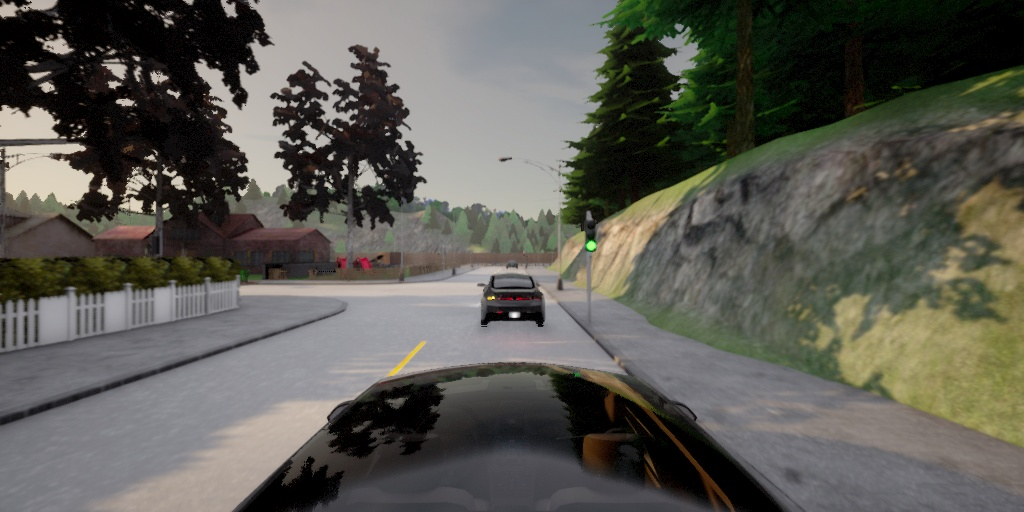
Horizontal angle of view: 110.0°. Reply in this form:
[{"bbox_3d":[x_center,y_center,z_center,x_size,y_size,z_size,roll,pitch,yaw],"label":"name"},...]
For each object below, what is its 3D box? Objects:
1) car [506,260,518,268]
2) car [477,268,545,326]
[{"bbox_3d":[0.028,1.416,63.940,2.097,1.767,4.553,0,0,0],"label":"car"},{"bbox_3d":[-0.081,1.307,11.860,1.837,1.490,4.892,0,0,-4],"label":"car"}]
